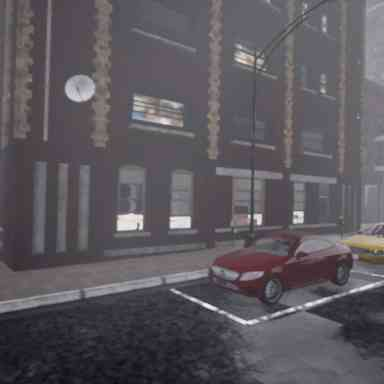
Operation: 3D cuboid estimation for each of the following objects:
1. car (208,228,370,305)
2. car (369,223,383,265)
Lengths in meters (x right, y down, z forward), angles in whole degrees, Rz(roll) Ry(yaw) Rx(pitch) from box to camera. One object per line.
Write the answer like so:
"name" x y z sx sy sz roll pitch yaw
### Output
"car" 2.330 1.644 8.197 4.206 1.307 1.802 1 1 -35
"car" 6.823 1.640 11.394 4.829 1.417 1.752 1 1 -35
